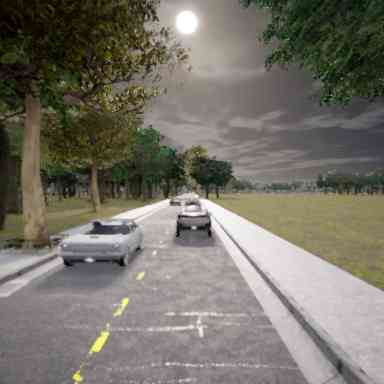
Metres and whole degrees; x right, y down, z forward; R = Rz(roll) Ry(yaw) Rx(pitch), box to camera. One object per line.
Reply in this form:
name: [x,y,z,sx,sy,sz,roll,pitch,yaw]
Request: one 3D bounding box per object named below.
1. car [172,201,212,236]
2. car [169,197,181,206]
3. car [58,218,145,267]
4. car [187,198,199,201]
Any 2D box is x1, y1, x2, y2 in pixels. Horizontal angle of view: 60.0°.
car: [0.097,1.492,18.295,2.128,1.511,4.902,0,0,0]
car: [-2.793,1.558,56.387,2.033,1.411,5.357,0,0,1]
car: [-2.853,1.599,11.502,1.895,1.301,4.718,0,0,0]
car: [0.093,1.510,39.825,1.837,1.490,4.892,0,0,0]
